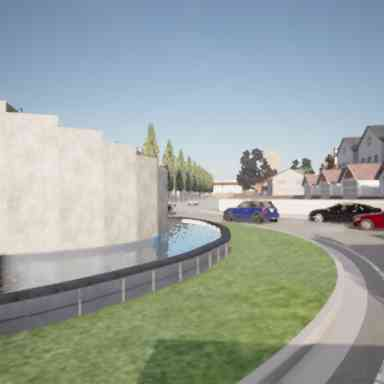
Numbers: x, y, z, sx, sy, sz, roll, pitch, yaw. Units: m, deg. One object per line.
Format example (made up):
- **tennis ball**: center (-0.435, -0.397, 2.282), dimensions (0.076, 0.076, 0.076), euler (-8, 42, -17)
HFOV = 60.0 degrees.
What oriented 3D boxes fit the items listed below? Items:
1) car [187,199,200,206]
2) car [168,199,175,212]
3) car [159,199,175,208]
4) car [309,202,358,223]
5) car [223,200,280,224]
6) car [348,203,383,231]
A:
- **car**: center (0.338, 1.921, 61.846), dimensions (1.895, 1.301, 4.718), euler (-1, 0, 7)
- **car**: center (-4.535, 1.756, 37.260), dimensions (4.892, 1.490, 1.837), euler (-1, -2, 20)
- **car**: center (-4.075, 1.862, 54.892), dimensions (1.812, 1.442, 4.674), euler (-1, 0, 7)
- **car**: center (10.897, 1.502, 23.786), dimensions (4.892, 1.490, 1.837), euler (-1, 1, 43)
- **car**: center (4.537, 1.436, 26.084), dimensions (2.097, 1.767, 4.553), euler (0, 0, -39)
- **car**: center (11.641, 1.489, 18.743), dimensions (4.674, 1.442, 1.812), euler (-2, -1, 31)
